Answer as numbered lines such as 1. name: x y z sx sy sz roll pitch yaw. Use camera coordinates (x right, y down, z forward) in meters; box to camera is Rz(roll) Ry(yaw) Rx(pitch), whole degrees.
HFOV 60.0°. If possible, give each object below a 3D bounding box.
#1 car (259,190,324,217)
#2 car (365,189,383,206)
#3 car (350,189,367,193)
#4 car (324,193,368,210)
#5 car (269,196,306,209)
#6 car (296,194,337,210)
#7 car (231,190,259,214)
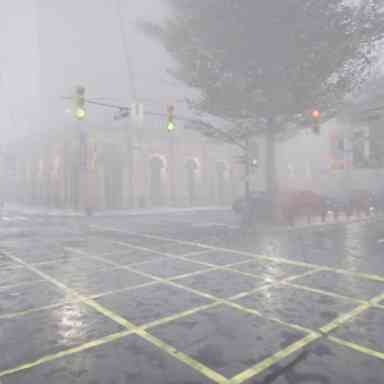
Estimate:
1. car: 8.301 0.892 27.423 5.566 2.045 2.150 -1 1 -41
2. car: 23.352 0.811 40.524 4.553 1.767 2.097 -1 1 -41
3. car: 21.893 0.653 43.897 5.566 2.045 2.150 -1 1 -41
4. car: 15.702 1.092 33.873 4.674 1.442 1.812 -1 1 -41
5. car: 11.183 1.134 38.759 4.718 1.301 1.895 -1 1 -41
6. car: 13.853 1.036 36.903 4.902 1.511 2.128 -1 1 -41
7. car: 6.000 0.877 30.059 5.566 2.045 2.150 -1 1 -41
